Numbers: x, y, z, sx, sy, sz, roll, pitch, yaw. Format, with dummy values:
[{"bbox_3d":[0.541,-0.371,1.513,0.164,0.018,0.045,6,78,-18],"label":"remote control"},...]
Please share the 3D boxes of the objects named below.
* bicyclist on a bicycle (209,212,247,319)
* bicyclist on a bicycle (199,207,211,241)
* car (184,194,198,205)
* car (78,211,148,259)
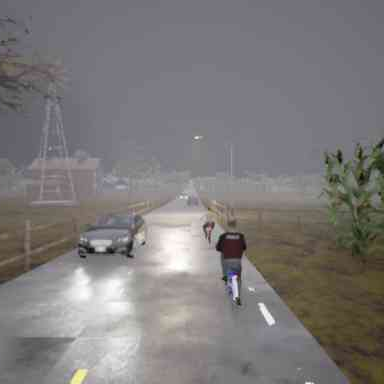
[{"bbox_3d":[0.758,1.382,6.544,0.659,1.776,1.843,0,0,0],"label":"bicyclist on a bicycle"},{"bbox_3d":[0.767,1.460,15.004,0.866,1.612,1.509,0,0,0],"label":"bicyclist on a bicycle"},{"bbox_3d":[0.123,1.475,57.173,2.128,1.511,4.902,0,0,0],"label":"car"},{"bbox_3d":[-2.845,1.512,12.804,2.128,1.511,4.902,0,0,0],"label":"car"}]
